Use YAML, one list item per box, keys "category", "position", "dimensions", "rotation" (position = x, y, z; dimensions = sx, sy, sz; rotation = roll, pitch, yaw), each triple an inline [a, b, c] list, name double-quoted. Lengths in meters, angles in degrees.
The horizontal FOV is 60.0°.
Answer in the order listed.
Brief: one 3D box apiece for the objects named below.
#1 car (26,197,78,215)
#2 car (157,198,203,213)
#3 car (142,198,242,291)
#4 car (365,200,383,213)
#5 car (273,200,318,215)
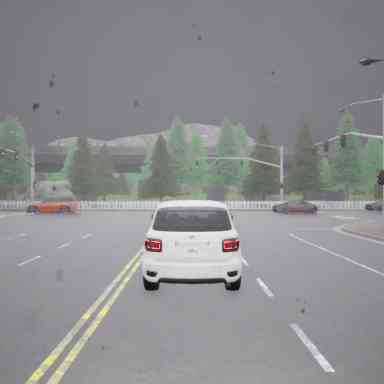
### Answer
- category: "car"
  position: [-13.691, 1.298, 32.539]
  dimensions: [4.553, 1.767, 2.097]
  rotation: [0, 0, 0]
- category: "car"
  position: [-1.259, 1.440, 36.107]
  dimensions: [4.902, 1.511, 2.128]
  rotation: [0, 0, 0]
- category: "car"
  position: [0.006, 1.221, 9.168]
  dimensions: [2.150, 2.045, 5.566]
  rotation: [0, 0, 0]
- category: "car"
  position: [21.198, 1.507, 36.203]
  dimensions: [4.181, 1.385, 1.994]
  rotation: [0, 0, 0]
- category: "car"
  position: [10.084, 1.511, 32.668]
  dimensions: [4.181, 1.385, 1.994]
  rotation: [0, 0, 0]
